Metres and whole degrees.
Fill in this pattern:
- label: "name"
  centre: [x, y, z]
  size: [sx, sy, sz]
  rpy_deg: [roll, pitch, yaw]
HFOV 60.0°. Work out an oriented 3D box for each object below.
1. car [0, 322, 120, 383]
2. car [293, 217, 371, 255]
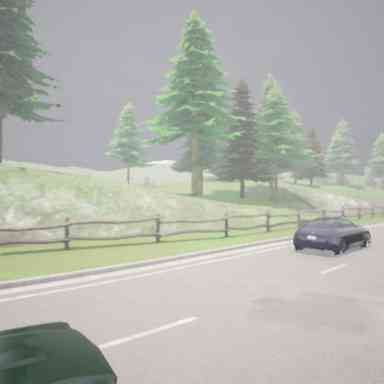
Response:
- label: "car"
  centre: [-2.729, 1.637, 1.889]
  size: [4.718, 1.301, 1.895]
  rpy_deg: [1, -1, -34]
- label: "car"
  centre: [6.190, 1.795, 14.575]
  size: [4.181, 1.385, 1.994]
  rpy_deg: [1, -1, -44]
